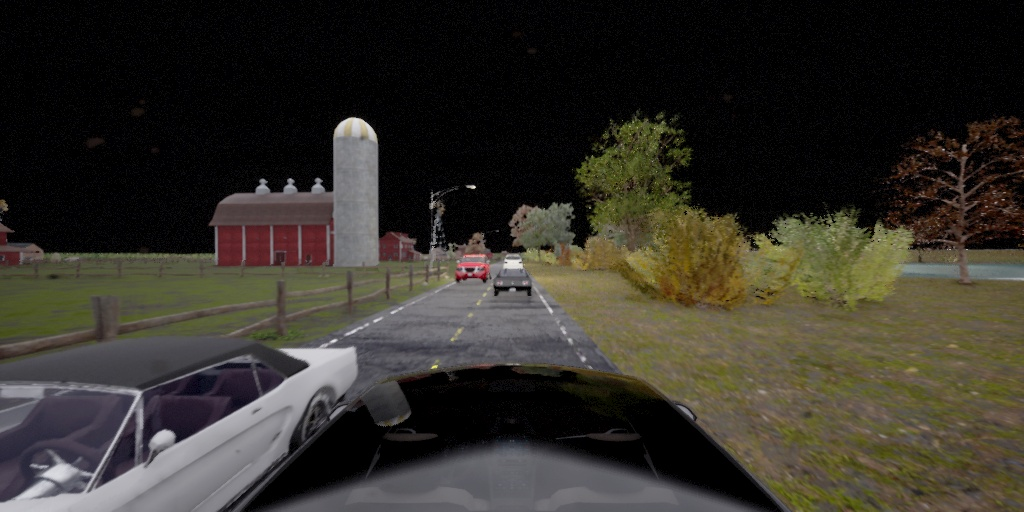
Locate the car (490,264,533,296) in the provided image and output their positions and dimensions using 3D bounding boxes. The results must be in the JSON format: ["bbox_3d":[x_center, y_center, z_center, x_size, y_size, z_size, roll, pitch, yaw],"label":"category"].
[{"bbox_3d":[0.056,1.292,18.898,1.895,1.301,4.718,0,0,1],"label":"car"}]

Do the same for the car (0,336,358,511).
[{"bbox_3d":[-2.843,1.348,2.218,1.895,1.301,4.718,0,0,0],"label":"car"}]

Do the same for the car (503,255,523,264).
[{"bbox_3d":[0.134,0.888,42.763,2.150,2.045,5.566,0,0,0],"label":"car"}]

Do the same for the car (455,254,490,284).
[{"bbox_3d":[-2.783,0.896,26.560,2.150,2.045,5.566,0,0,1],"label":"car"}]
